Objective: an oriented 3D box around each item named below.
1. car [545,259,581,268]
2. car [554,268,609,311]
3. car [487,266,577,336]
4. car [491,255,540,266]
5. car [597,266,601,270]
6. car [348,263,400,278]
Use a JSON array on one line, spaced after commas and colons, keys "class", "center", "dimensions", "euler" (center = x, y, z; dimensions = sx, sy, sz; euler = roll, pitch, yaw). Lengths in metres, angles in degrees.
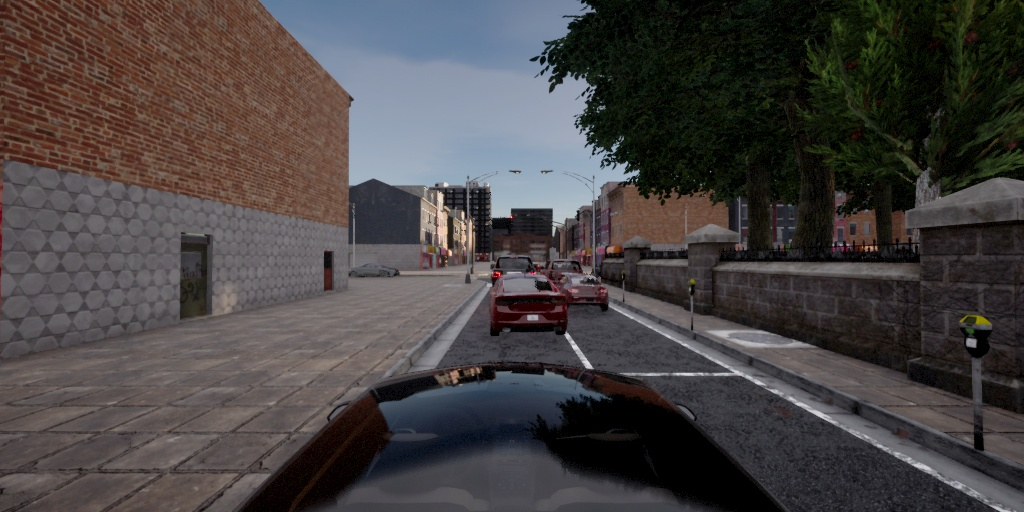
[{"class": "car", "center": [2.666, 1.074, 19.758], "dimensions": [2.192, 1.841, 5.009], "euler": [0, 0, 0]}, {"class": "car", "center": [2.658, 1.336, 14.309], "dimensions": [1.802, 1.307, 4.207], "euler": [0, 0, 0]}, {"class": "car", "center": [0.289, 1.230, 10.498], "dimensions": [1.882, 1.535, 5.008], "euler": [0, 0, -4]}, {"class": "car", "center": [0.109, 0.979, 18.067], "dimensions": [2.150, 2.045, 5.566], "euler": [0, 0, 0]}, {"class": "car", "center": [9.873, 1.282, 31.394], "dimensions": [4.892, 1.490, 1.837], "euler": [0, -1, 0]}, {"class": "car", "center": [-12.030, 1.302, 31.350], "dimensions": [4.181, 1.385, 1.994], "euler": [0, -1, 0]}]
